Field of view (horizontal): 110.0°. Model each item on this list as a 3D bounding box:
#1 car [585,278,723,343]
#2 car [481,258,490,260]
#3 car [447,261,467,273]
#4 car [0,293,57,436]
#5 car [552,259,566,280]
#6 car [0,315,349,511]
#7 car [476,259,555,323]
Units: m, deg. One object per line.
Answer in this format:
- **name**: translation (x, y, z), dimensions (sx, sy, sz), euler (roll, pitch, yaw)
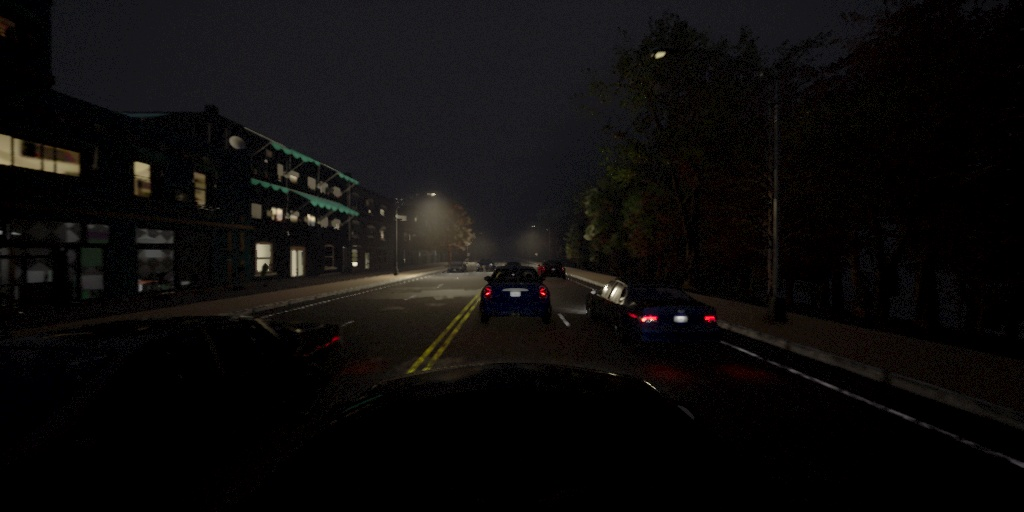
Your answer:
- **car**: translation (3.349, 1.295, 9.621), dimensions (2.033, 1.411, 5.357), euler (0, 0, 0)
- **car**: translation (-3.339, 1.090, 45.981), dimensions (2.097, 1.767, 4.553), euler (0, 0, 0)
- **car**: translation (-6.595, 1.286, 43.908), dimensions (2.033, 1.411, 5.357), euler (0, 0, 0)
- **car**: translation (-6.601, 1.228, 1.952), dimensions (1.882, 1.535, 5.008), euler (0, 0, 0)
- **car**: translation (3.347, 1.094, 31.088), dimensions (2.097, 1.767, 4.553), euler (0, 0, 0)
- **car**: translation (-3.350, 1.297, 3.037), dimensions (2.033, 1.411, 5.357), euler (0, 0, 0)
- **car**: translation (0.099, 1.100, 12.316), dimensions (2.097, 1.767, 4.553), euler (0, 0, 0)
